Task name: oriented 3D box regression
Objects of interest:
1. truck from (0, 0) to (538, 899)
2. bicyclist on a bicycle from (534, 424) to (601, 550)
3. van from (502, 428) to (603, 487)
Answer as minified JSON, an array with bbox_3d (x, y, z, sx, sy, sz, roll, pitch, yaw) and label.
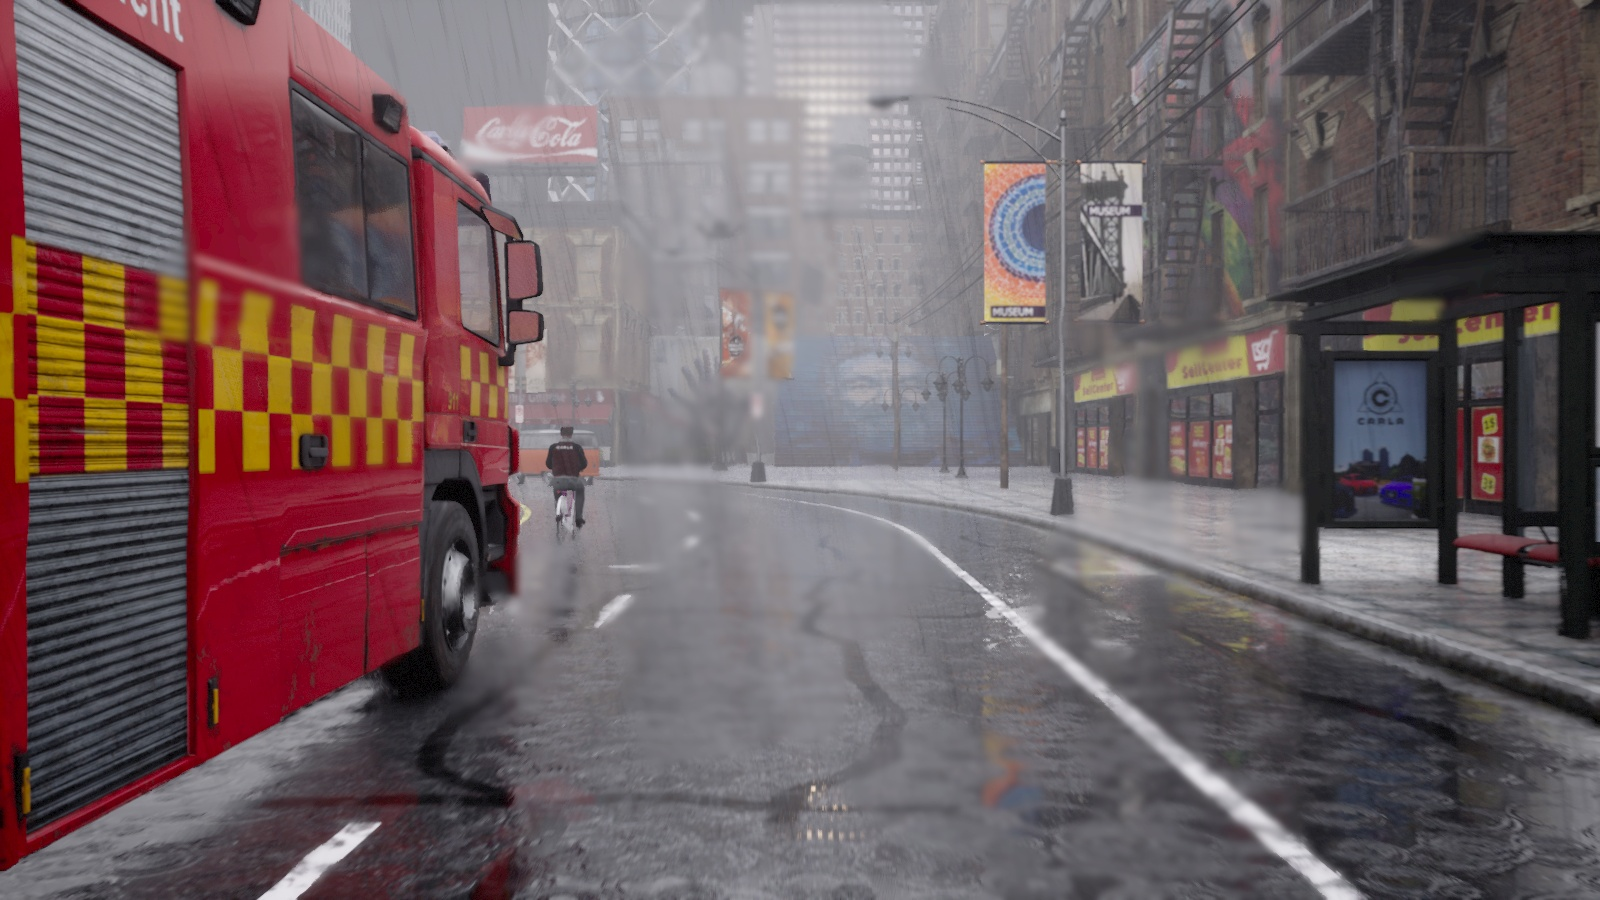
[{"bbox_3d":[-3.454,-0.451,5.281,2.891,3.827,8.468,0,0,0],"label":"truck"},{"bbox_3d":[-3.406,0.510,18.543,0.659,1.776,1.843,0,1,-1],"label":"bicyclist on a bicycle"},{"bbox_3d":[-8.876,0.240,44.776,1.775,1.987,4.442,0,0,-37],"label":"van"}]
